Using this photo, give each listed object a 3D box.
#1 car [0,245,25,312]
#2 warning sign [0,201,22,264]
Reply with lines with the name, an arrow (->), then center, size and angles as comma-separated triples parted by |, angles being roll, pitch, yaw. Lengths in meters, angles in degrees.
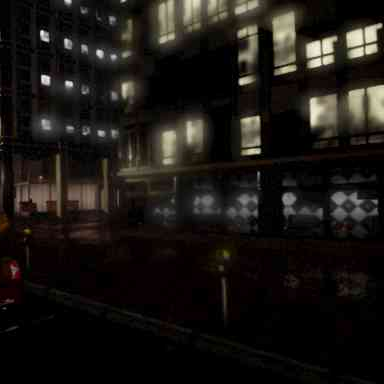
car -> -5.210, 1.527, 6.779 | 4.097, 1.590, 1.967 | -1, -1, 38
warning sign -> -6.198, 1.230, 10.303 | 1.060, 1.860, 1.300 | -2, 0, 38
